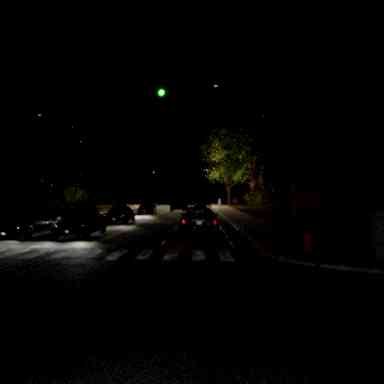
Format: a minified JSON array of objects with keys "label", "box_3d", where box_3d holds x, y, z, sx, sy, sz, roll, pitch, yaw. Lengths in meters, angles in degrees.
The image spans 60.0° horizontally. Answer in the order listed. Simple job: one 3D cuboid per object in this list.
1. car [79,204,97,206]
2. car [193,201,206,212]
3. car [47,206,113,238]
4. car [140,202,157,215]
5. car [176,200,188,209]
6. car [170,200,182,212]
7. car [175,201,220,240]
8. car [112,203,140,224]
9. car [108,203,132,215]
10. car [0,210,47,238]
[{"label":"car","box_3d":[-9.240,1.860,29.046,1.837,1.490,4.892,0,-1,2]},{"label":"car","box_3d":[1.164,2.167,49.361,1.837,1.490,4.892,0,-1,2]},{"label":"car","box_3d":[-6.270,1.754,19.178,1.812,1.442,4.674,0,-1,2]},{"label":"car","box_3d":[-5.603,2.035,41.991,2.128,1.511,4.902,0,-1,2]},{"label":"car","box_3d":[-1.793,2.267,59.866,1.882,1.535,5.008,0,-1,2]},{"label":"car","box_3d":[-2.074,2.010,49.806,2.097,1.767,4.553,0,-1,2]},{"label":"car","box_3d":[0.417,1.595,18.687,2.097,1.767,4.553,0,-1,1]},{"label":"car","box_3d":[-6.015,1.880,28.234,1.812,1.442,4.674,0,-1,2]},{"label":"car","box_3d":[-8.887,2.087,41.436,1.994,1.385,4.181,0,0,2]},{"label":"car","box_3d":[-9.504,1.771,19.559,2.033,1.411,5.357,0,-1,2]}]
